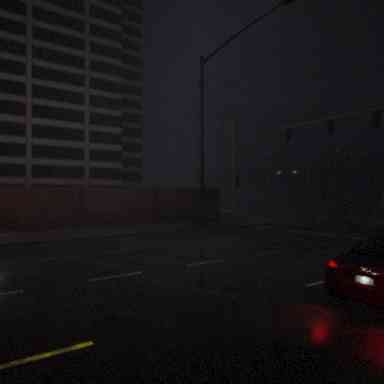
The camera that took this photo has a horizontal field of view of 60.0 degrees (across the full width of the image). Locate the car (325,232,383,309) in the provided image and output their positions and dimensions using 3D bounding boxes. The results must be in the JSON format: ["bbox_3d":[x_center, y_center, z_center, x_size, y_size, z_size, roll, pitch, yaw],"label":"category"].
[{"bbox_3d":[4.780,1.576,7.205,4.181,1.385,1.994,0,0,-35],"label":"car"}]
